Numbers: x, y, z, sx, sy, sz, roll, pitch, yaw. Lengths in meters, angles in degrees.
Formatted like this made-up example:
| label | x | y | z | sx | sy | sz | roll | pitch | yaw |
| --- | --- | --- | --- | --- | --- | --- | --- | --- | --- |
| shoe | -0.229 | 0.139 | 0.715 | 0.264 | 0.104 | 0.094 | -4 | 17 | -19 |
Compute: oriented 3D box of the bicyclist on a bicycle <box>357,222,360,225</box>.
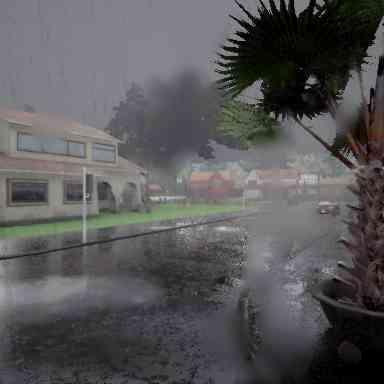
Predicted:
| label | x | y | z | sx | sy | sz | roll | pitch | yaw |
| --- | --- | --- | --- | --- | --- | --- | --- | --- | --- |
| bicyclist on a bicycle | 9.386 | 1.349 | 17.135 | 1.656 | 1.620 | 0.582 | 0 | 0 | 30 |

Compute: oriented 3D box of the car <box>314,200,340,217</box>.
| label | x | y | z | sx | sy | sz | roll | pitch | yaw |
| --- | --- | --- | --- | --- | --- | --- | --- | --- | --- |
| car | 12.804 | 1.526 | 31.497 | 1.812 | 1.442 | 4.674 | 0 | 0 | 30 |
